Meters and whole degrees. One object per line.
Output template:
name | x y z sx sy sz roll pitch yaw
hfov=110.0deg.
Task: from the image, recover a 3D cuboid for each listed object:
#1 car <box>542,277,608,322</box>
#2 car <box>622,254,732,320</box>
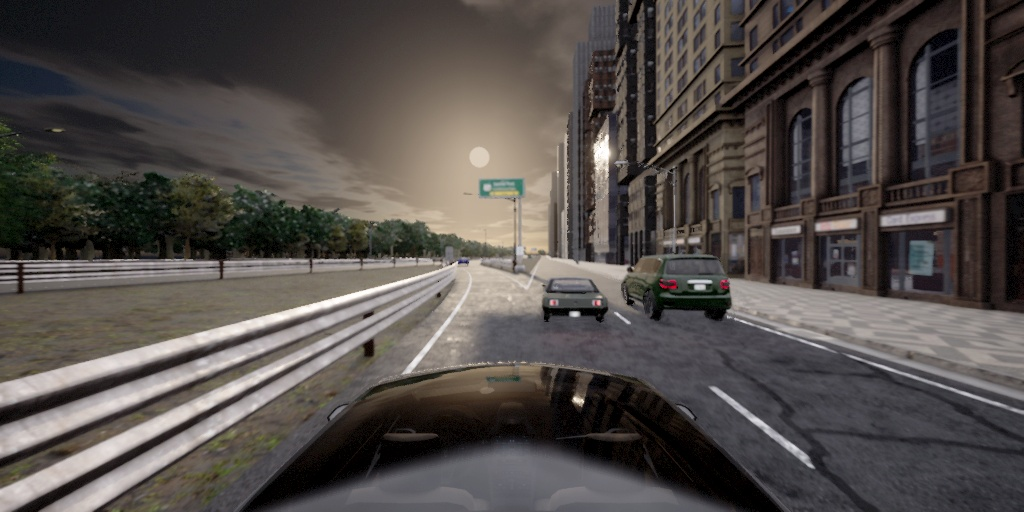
car | 1.973 1.362 12.411 1.895 1.301 4.718 0 0 5
car | 5.509 0.973 12.756 2.150 2.045 5.566 0 0 5
